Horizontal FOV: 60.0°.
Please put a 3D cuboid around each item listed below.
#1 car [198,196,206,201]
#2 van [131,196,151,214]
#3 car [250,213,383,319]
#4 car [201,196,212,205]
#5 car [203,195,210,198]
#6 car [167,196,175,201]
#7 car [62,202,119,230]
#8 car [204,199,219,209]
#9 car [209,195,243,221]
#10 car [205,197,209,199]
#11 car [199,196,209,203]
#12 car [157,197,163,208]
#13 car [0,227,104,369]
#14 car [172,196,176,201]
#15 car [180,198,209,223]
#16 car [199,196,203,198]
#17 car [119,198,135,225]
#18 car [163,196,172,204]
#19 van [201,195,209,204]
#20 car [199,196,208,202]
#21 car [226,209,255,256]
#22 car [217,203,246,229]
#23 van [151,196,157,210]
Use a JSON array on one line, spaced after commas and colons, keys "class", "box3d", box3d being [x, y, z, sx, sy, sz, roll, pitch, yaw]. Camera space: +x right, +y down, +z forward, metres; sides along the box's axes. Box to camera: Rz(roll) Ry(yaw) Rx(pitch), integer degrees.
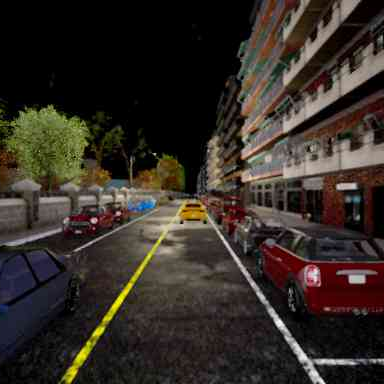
[{"class": "car", "box3d": [2.665, 1.712, 86.183, 1.887, 1.381, 4.507, 0, 0, 0]}, {"class": "van", "box3d": [-5.699, 1.385, 35.508, 1.690, 1.788, 3.998, 0, 0, 0]}, {"class": "car", "box3d": [2.691, 1.447, 7.360, 1.967, 1.590, 4.097, 0, 0, 0]}, {"class": "car", "box3d": [2.672, 1.548, 63.661, 1.967, 1.590, 4.097, 0, 0, 0]}, {"class": "car", "box3d": [2.679, 1.495, 41.140, 1.967, 1.590, 4.097, 0, 0, 0]}, {"class": "car", "box3d": [-5.718, 1.764, 91.812, 1.802, 1.307, 4.206, 0, 0, 0]}, {"class": "car", "box3d": [-5.694, 1.459, 18.618, 1.967, 1.590, 4.097, 0, 0, 0]}, {"class": "car", "box3d": [2.677, 1.648, 46.771, 1.802, 1.307, 4.206, 0, 0, 0]}, {"class": "car", "box3d": [2.686, 1.342, 24.250, 2.192, 1.841, 5.009, 0, 0, 0]}, {"class": "car", "box3d": [2.681, 1.589, 35.511, 1.887, 1.381, 4.507, 0, 0, 0]}, {"class": "car", "box3d": [2.668, 1.704, 74.922, 1.947, 1.339, 4.313, 0, 0, 0]}, {"class": "car", "box3d": [-5.703, 1.617, 46.767, 2.008, 1.369, 4.403, 0, 0, 0]}, {"class": "car", "box3d": [-3.081, 1.552, 4.810, 2.033, 1.411, 5.357, 0, 0, 1]}, {"class": "car", "box3d": [-5.716, 1.733, 86.181, 1.947, 1.339, 4.313, 0, 0, 0]}, {"class": "car", "box3d": [0.090, 1.506, 25.658, 1.882, 1.535, 5.008, 0, 0, 0]}, {"class": "car", "box3d": [0.084, 1.630, 46.830, 1.994, 1.385, 4.181, 0, 0, 0]}, {"class": "car", "box3d": [-5.695, 1.466, 24.248, 1.967, 1.590, 4.097, 0, 0, 0]}, {"class": "car", "box3d": [-5.710, 1.648, 69.119, 1.752, 1.417, 4.829, 0, 0, 0]}, {"class": "van", "box3d": [2.670, 1.464, 69.292, 1.690, 1.788, 3.998, 0, 0, 0]}, {"class": "car", "box3d": [2.666, 1.704, 80.553, 2.008, 1.369, 4.403, 0, 0, 0]}, {"class": "car", "box3d": [2.688, 1.564, 12.990, 2.008, 1.369, 4.403, 0, 0, 0]}, {"class": "car", "box3d": [2.687, 1.564, 18.620, 1.887, 1.381, 4.507, 0, 0, 0]}, {"class": "van", "box3d": [-5.701, 1.395, 41.137, 1.690, 1.788, 3.998, 0, 0, 0]}]
